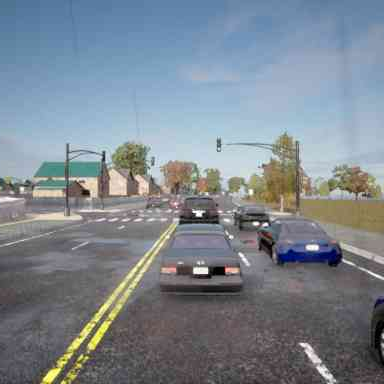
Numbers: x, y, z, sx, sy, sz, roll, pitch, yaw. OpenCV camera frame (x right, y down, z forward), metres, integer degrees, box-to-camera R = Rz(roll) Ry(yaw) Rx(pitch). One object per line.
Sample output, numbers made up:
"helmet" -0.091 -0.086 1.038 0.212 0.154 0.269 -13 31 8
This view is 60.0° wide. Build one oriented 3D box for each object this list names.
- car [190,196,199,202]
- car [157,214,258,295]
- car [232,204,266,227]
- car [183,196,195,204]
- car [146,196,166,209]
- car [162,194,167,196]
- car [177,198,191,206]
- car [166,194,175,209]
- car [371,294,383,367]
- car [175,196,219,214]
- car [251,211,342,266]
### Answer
"car" 0.695 1.680 80.127 1.812 1.442 4.674 0 0 5
"car" 0.201 1.553 8.859 2.033 1.411 5.357 0 0 1
"car" 3.729 1.523 21.276 1.837 1.490 4.892 0 0 2
"car" -0.530 1.646 66.092 1.812 1.442 4.674 0 0 5
"car" -5.139 1.636 46.662 1.994 1.385 4.181 0 0 4
"car" -4.396 1.325 58.444 2.150 2.045 5.566 0 0 4
"car" -1.292 1.693 56.240 1.895 1.301 4.718 0 0 4
"car" -1.908 1.420 46.330 2.097 1.767 4.553 0 0 3
"car" 3.383 1.353 2.518 2.097 1.767 4.553 0 0 0
"car" 0.427 1.239 19.548 2.150 2.045 5.566 0 0 2
"car" 3.506 1.571 11.590 1.994 1.385 4.181 0 0 1
